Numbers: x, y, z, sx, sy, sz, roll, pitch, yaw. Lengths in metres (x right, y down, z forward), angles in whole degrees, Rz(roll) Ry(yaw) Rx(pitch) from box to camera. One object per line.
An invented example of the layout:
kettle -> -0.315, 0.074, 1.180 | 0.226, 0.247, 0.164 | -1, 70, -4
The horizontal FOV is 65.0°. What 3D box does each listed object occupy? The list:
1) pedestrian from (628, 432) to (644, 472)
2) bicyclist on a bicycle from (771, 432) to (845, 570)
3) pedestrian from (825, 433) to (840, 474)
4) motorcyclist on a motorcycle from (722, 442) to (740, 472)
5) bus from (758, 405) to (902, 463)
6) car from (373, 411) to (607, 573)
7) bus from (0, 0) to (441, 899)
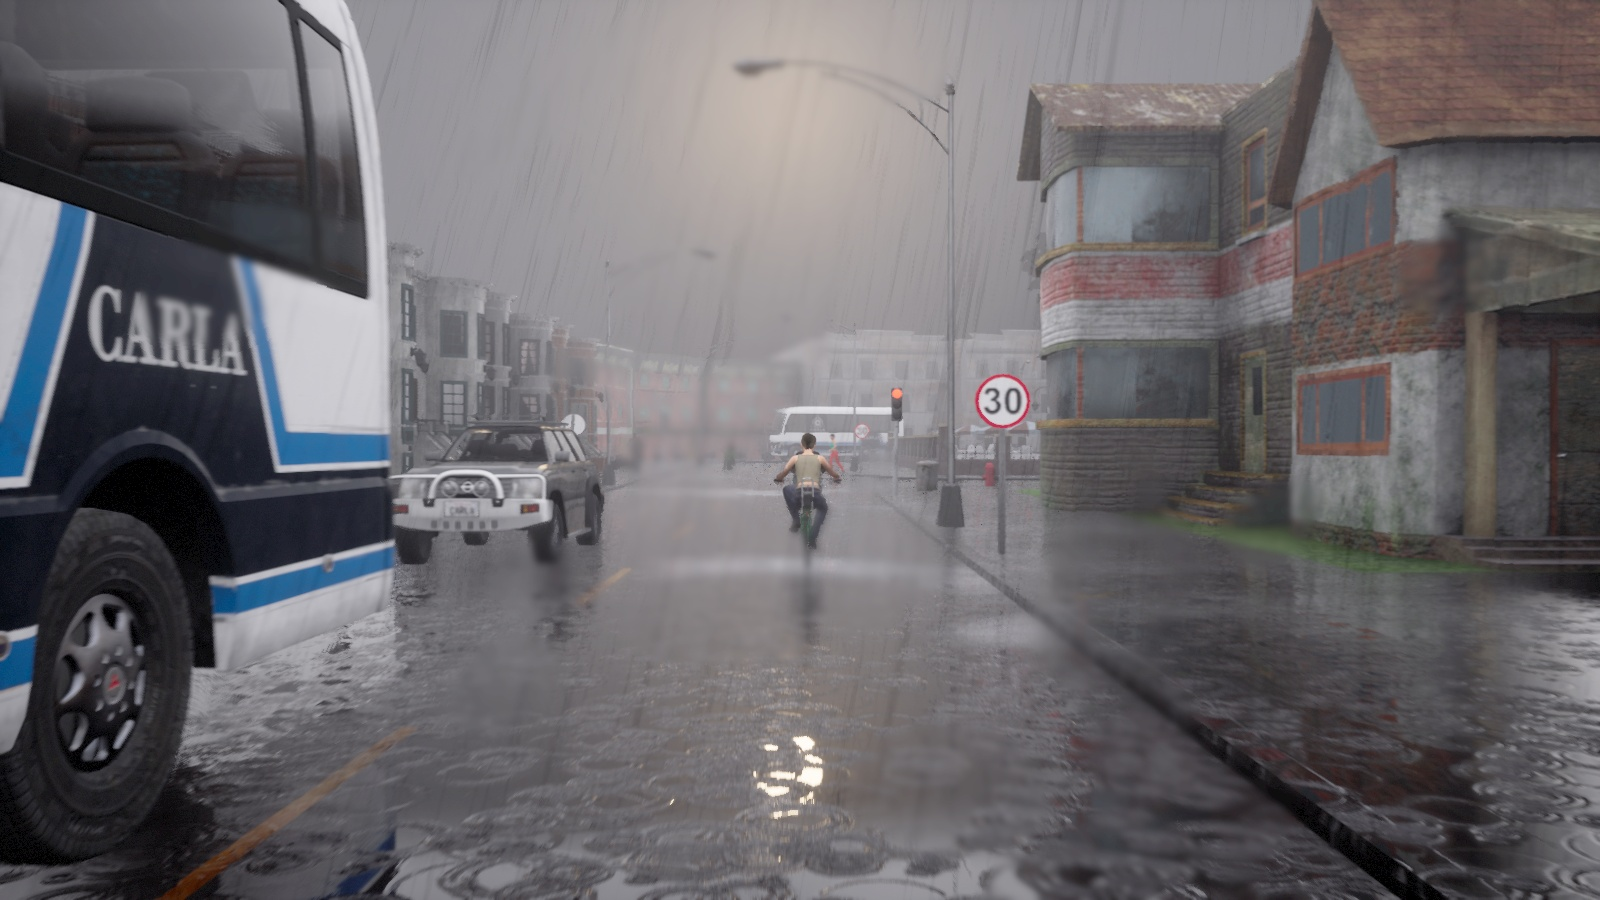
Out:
pedestrian -> -8.063, 0.097, 61.815 | 0.659, 1.952, 0.873 | 0, 0, 4
bicyclist on a bicycle -> 0.099, 0.596, 15.485 | 0.866, 1.612, 1.509 | 0, 0, 1
pedestrian -> 1.463, 0.159, 56.333 | 0.594, 1.836, 0.345 | 0, 0, -26
motorcyclist on a motorcycle -> -3.628, 0.353, 66.191 | 0.797, 1.523, 2.044 | 0, 0, 0
bus -> 2.277, -1.171, 95.929 | 10.273, 4.253, 3.944 | 0, 0, -14
car -> -3.889, 0.466, 16.627 | 1.932, 1.855, 4.605 | 0, 0, 0
bus -> -3.976, -0.643, 1.770 | 3.944, 4.253, 10.273 | 0, 0, 0
